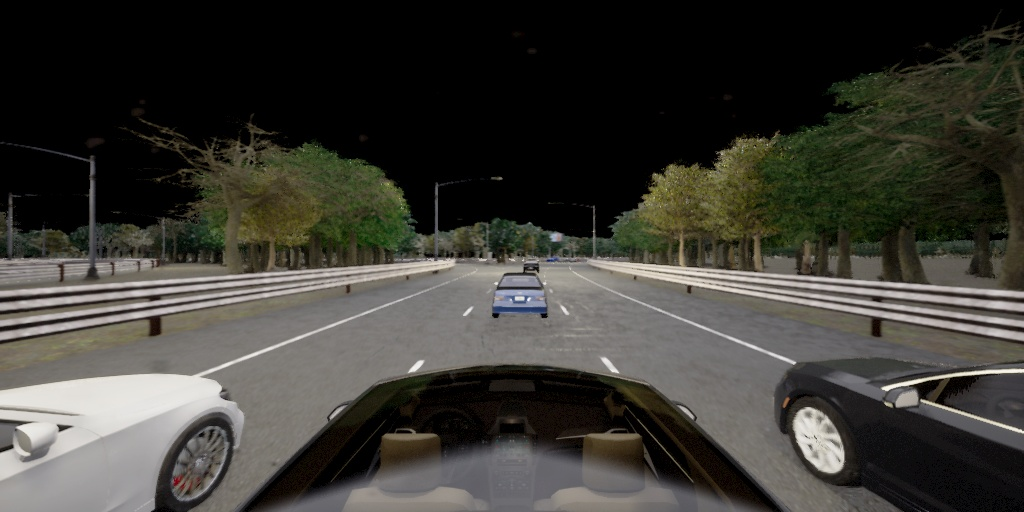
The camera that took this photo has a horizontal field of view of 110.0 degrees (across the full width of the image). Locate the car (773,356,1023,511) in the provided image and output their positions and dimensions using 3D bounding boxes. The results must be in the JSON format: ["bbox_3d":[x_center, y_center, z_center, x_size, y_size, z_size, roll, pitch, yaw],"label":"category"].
[{"bbox_3d":[3.630,1.259,1.731,1.837,1.490,4.892,0,0,0],"label":"car"}]

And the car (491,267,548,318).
[{"bbox_3d":[0.300,1.297,13.067,2.033,1.411,5.357,0,0,2],"label":"car"}]

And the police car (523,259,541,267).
[{"bbox_3d":[2.456,1.173,44.077,1.930,1.638,5.238,0,0,6],"label":"police car"}]

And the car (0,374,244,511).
[{"bbox_3d":[-3.370,1.272,1.317,1.812,1.442,4.674,0,0,0],"label":"car"}]
